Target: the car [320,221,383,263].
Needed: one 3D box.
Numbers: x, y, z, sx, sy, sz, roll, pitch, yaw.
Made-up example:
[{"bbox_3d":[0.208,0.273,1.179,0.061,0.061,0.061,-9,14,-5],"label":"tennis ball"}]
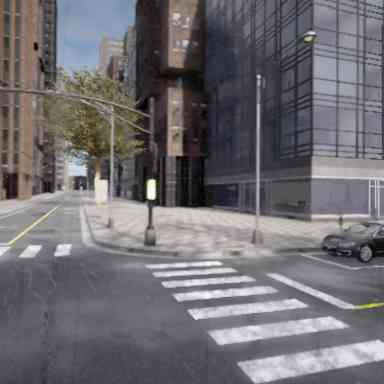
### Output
[{"bbox_3d":[6.952,1.775,12.537,4.403,1.369,2.008,1,-1,-19],"label":"car"}]
